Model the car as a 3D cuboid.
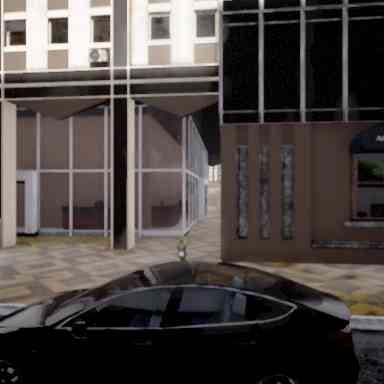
[{"bbox_3d":[-0.366,1.567,3.997,4.313,1.339,1.947,0,0,6],"label":"car"}]
